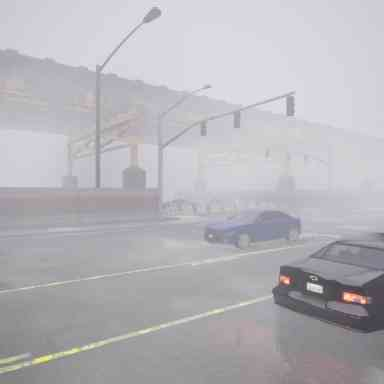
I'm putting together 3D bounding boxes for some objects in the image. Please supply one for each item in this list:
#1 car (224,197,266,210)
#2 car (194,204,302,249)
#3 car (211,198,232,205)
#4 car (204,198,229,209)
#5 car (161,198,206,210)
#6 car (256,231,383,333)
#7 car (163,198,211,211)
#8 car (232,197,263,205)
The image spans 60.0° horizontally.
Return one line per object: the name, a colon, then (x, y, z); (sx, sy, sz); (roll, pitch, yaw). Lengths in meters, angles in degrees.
car: (6.764, 1.453, 42.506); (4.974, 1.542, 2.038); (0, 0, -8)
car: (2.773, 1.477, 14.688); (5.008, 1.535, 1.882); (0, 0, -36)
car: (2.891, 1.453, 38.707); (2.038, 1.542, 4.974); (0, 0, 17)
car: (2.906, 1.295, 38.757); (1.853, 1.218, 4.536); (0, 0, 17)
car: (-0.879, 1.295, 35.992); (4.536, 1.218, 1.853); (0, 0, 7)
car: (3.954, 1.547, 6.671); (5.357, 1.411, 2.033); (0, 0, -36)
car: (-0.827, 1.453, 35.985); (4.974, 1.542, 2.038); (0, 0, 7)
car: (6.712, 1.295, 42.499); (4.536, 1.218, 1.853); (0, 0, -8)
